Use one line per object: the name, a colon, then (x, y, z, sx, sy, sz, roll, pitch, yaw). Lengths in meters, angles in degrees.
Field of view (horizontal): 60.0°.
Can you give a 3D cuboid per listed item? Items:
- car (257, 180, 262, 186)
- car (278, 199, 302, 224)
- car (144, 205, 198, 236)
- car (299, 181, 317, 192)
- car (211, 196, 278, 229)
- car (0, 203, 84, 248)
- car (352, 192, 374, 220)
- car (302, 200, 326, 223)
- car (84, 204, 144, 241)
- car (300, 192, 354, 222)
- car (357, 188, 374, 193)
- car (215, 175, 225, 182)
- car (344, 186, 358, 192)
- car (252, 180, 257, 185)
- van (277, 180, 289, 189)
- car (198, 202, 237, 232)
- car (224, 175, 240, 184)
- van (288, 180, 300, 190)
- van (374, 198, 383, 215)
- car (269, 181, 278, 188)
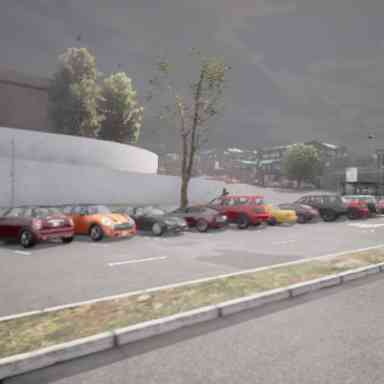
car: (18.316, -1.975, 80.500, 2.002, 1.452, 4.674, 7, 3, 35)
car: (4.702, 1.521, 23.756, 5.366, 1.575, 1.946, -1, -1, 35)
car: (-2.485, 1.502, 18.440, 4.892, 1.521, 2.231, -1, -1, 35)
car: (25.206, -0.925, 70.611, 2.231, 1.521, 4.892, 7, 3, 35)
car: (2.381, 1.263, 21.930, 5.566, 2.045, 2.435, -1, -1, 35)
car: (-7.348, 1.367, 14.932, 4.553, 1.767, 2.185, -1, -1, 35)
car: (12.251, 1.294, 28.843, 5.566, 2.045, 2.435, -1, -1, 35)
car: (7.309, 1.569, 25.383, 4.674, 1.452, 2.002, -1, -1, 35)
car: (-4.952, 1.370, 16.715, 4.553, 1.767, 2.185, -1, -1, 35)
car: (9.737, 1.287, 27.139, 5.566, 2.045, 2.435, -1, -1, 35)
car: (32.103, 0.202, 60.749, 2.002, 1.452, 4.674, 7, 3, 35)
car: (9.624, -3.629, 92.736, 2.435, 2.045, 5.566, 7, 3, 34)
car: (30.413, -0.360, 63.223, 2.435, 2.045, 5.566, 7, 3, 35)
car: (16.575, -2.248, 82.963, 2.002, 1.452, 4.674, 7, 3, 35)
van: (21.720, -1.696, 75.446, 1.878, 1.987, 4.442, 7, 3, 35)
car: (-0.064, 1.536, 20.185, 4.792, 1.488, 2.163, -1, -1, 35)
car: (11.474, -3.106, 90.475, 1.946, 1.575, 5.366, 7, 3, 34)
van: (23.448, -1.424, 72.974, 1.878, 1.987, 4.442, 7, 4, 35)
van: (14.790, 1.327, 30.512, 4.442, 1.987, 1.878, -1, -1, 35)
car: (20.147, -1.744, 78.178, 1.946, 1.575, 5.366, 7, 3, 35)
